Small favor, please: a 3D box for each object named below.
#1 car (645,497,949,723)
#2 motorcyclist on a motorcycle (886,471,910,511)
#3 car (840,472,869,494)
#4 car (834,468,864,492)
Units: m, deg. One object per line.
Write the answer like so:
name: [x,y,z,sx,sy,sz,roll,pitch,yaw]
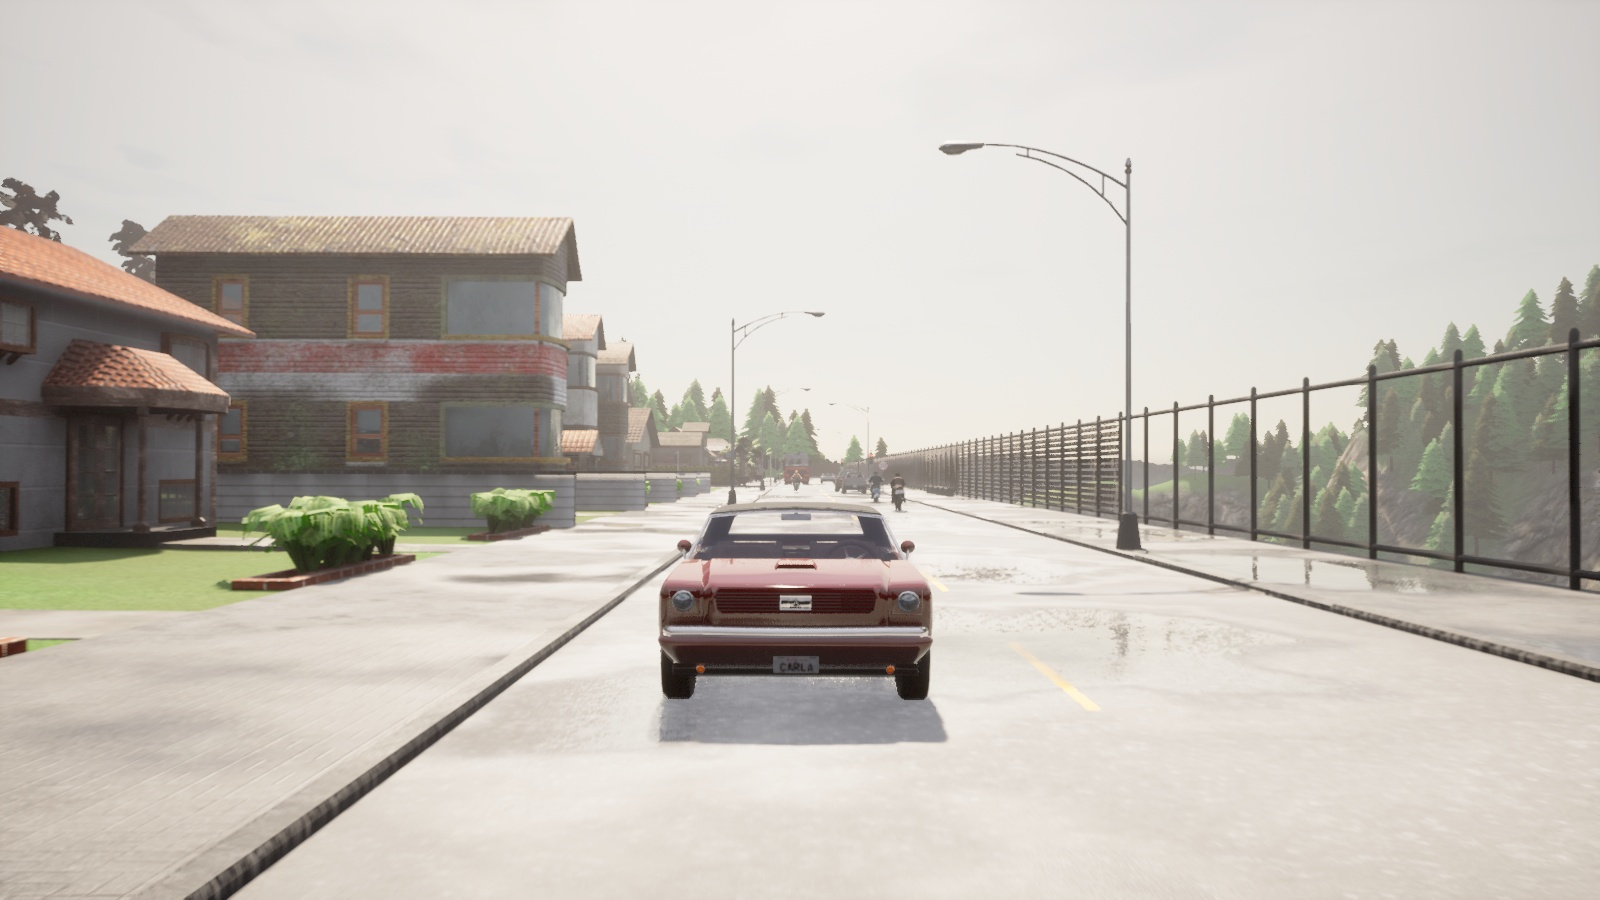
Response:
car: [-0.025,1.086,10.198,1.895,1.301,4.718,0,-1,0]
motorcyclist on a motorcycle: [3.879,1.616,49.851,0.797,1.523,2.044,0,-1,0]
car: [3.786,2.290,88.179,1.845,1.501,3.633,0,-1,0]
car: [3.765,2.278,96.756,2.097,1.767,4.553,0,-1,0]
